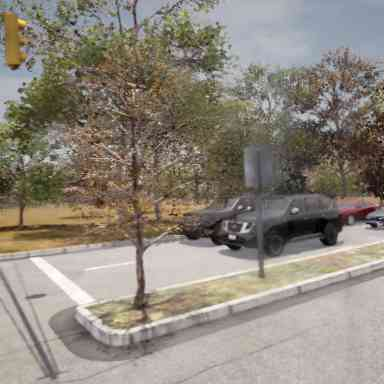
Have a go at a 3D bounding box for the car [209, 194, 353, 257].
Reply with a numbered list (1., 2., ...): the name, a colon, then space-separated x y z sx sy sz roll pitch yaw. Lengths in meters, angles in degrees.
1. car: 3.602 1.126 12.902 5.566 2.045 2.150 -1 0 -36

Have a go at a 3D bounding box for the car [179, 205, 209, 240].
1. car: 2.074 1.143 15.493 5.566 2.045 2.150 -1 0 -35

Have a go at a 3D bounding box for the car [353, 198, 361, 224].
1. car: 10.116 1.206 21.212 5.008 1.535 1.882 -1 0 -36

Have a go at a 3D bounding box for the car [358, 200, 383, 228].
1. car: 11.960 1.250 18.846 5.357 1.411 2.033 -1 0 -36
